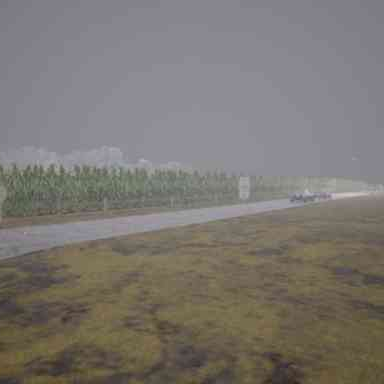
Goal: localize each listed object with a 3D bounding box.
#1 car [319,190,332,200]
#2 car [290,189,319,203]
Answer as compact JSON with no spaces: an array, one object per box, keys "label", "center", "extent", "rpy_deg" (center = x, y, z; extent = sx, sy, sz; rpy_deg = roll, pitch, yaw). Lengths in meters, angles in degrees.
[{"label":"car","center":[20.604,0.358,52.358],"extent":[2.128,1.511,4.902],"rpy_deg":[1,2,36]},{"label":"car","center":[14.724,0.450,44.107],"extent":[2.097,1.767,4.553],"rpy_deg":[1,2,36]}]
